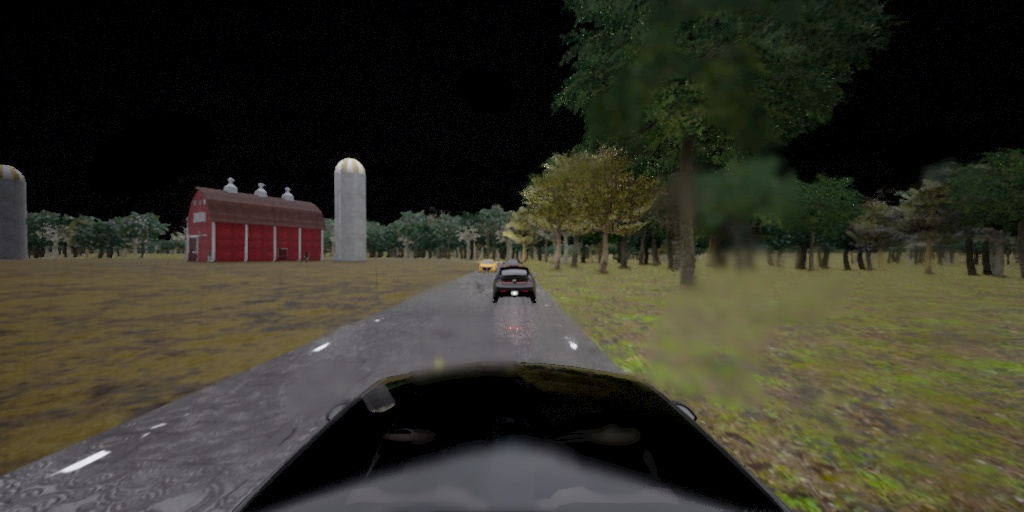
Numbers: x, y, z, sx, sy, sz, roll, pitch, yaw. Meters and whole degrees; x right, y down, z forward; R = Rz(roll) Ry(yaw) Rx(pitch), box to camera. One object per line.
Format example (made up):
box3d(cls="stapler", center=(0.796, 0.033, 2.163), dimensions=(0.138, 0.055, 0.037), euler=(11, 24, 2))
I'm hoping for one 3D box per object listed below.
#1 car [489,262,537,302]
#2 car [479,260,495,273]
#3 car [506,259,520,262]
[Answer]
box3d(cls="car", center=(0.104, 1.222, 16.738), dimensions=(1.837, 1.490, 4.892), euler=(0, 0, 0))
box3d(cls="car", center=(-2.774, 1.165, 41.828), dimensions=(1.882, 1.535, 5.008), euler=(0, 0, 0))
box3d(cls="car", center=(0.083, 1.037, 36.658), dimensions=(2.097, 1.767, 4.553), euler=(0, 0, 0))
